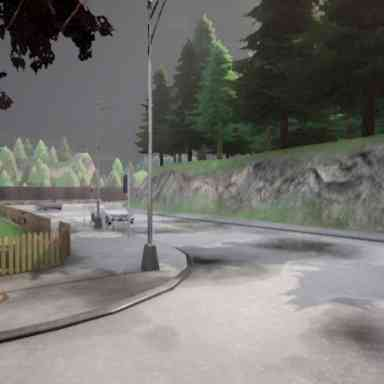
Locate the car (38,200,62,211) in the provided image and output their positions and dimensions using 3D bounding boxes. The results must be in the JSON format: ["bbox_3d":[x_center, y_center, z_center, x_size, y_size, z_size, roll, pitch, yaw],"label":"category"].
[{"bbox_3d":[-16.951,1.583,39.775,1.895,1.301,4.718,0,0,-35],"label":"car"}]

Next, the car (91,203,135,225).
[{"bbox_3d":[-5.810,1.509,23.946,1.812,1.442,4.674,0,0,-35],"label":"car"}]
